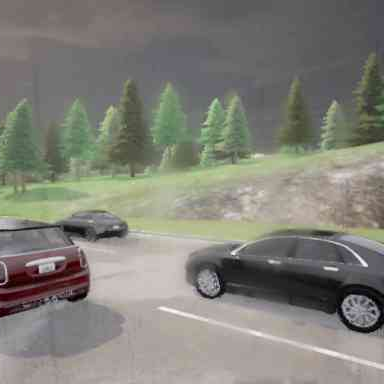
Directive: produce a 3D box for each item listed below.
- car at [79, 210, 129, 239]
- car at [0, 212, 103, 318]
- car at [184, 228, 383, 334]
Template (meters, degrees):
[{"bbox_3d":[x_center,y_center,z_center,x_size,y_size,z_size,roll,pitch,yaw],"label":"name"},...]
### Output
[{"bbox_3d":[-5.070,1.579,16.450,4.181,1.385,1.994,0,0,37],"label":"car"},{"bbox_3d":[-4.270,1.360,7.110,4.553,1.767,2.097,0,0,36],"label":"car"},{"bbox_3d":[2.071,1.509,6.824,4.892,1.490,1.837,0,0,36],"label":"car"}]
